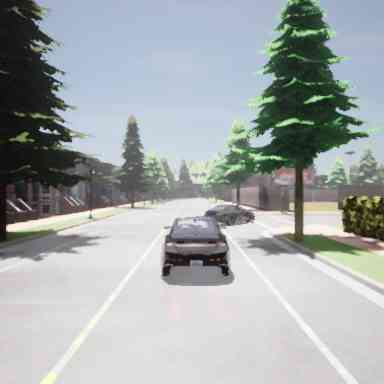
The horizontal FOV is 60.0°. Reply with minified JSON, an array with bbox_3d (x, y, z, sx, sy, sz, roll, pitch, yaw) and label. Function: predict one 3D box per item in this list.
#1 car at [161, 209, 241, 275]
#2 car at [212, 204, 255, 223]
[{"bbox_3d":[0.103,1.530,10.588,2.128,1.511,4.902,0,0,0],"label":"car"},{"bbox_3d":[2.765,1.626,24.222,1.812,1.442,4.674,-1,-1,40],"label":"car"}]
